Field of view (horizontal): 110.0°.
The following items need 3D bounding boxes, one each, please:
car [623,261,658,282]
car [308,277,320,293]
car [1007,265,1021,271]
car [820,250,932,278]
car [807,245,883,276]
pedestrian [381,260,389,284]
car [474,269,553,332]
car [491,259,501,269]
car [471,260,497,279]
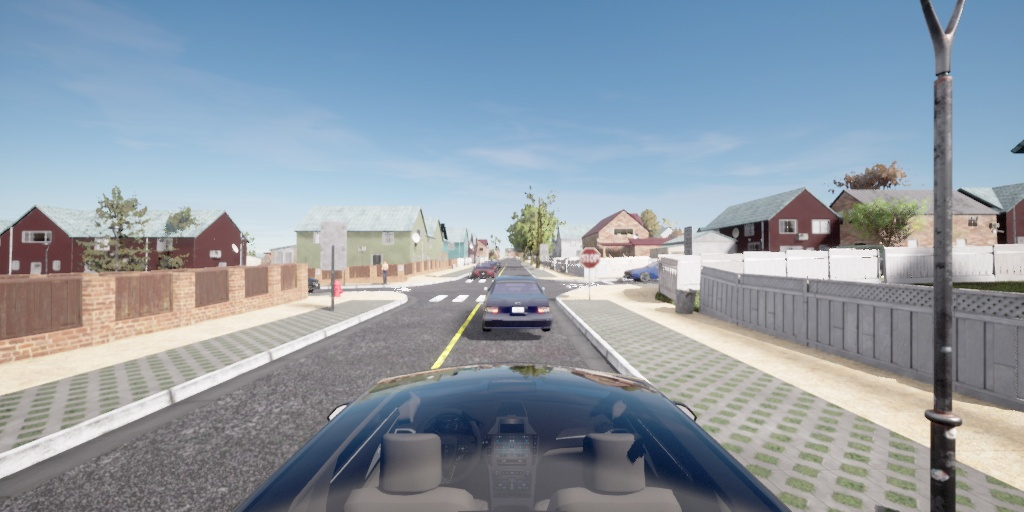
[{"bbox_3d":[10.409,1.006,24.385,5.357,1.411,2.033,-2,-1,1],"label":"car"},{"bbox_3d":[-14.050,1.570,21.314,4.892,1.490,1.837,-2,-1,-1],"label":"car"},{"bbox_3d":[36.876,-0.034,24.454,5.566,2.045,2.150,-2,-1,-1],"label":"car"},{"bbox_3d":[22.001,0.577,21.455,4.902,1.511,2.128,-2,-1,0],"label":"car"},{"bbox_3d":[22.287,0.356,24.397,5.566,2.045,2.150,-2,-1,0],"label":"car"},{"bbox_3d":[-9.644,1.204,27.177,0.375,1.860,0.375,0,0,0],"label":"pedestrian"},{"bbox_3d":[0.093,1.297,10.848,2.033,1.411,5.357,0,0,-1],"label":"car"},{"bbox_3d":[-2.756,1.302,43.481,1.994,1.385,4.181,0,0,1],"label":"car"},{"bbox_3d":[-2.573,1.307,32.099,1.994,1.385,4.181,0,0,-4],"label":"car"}]
